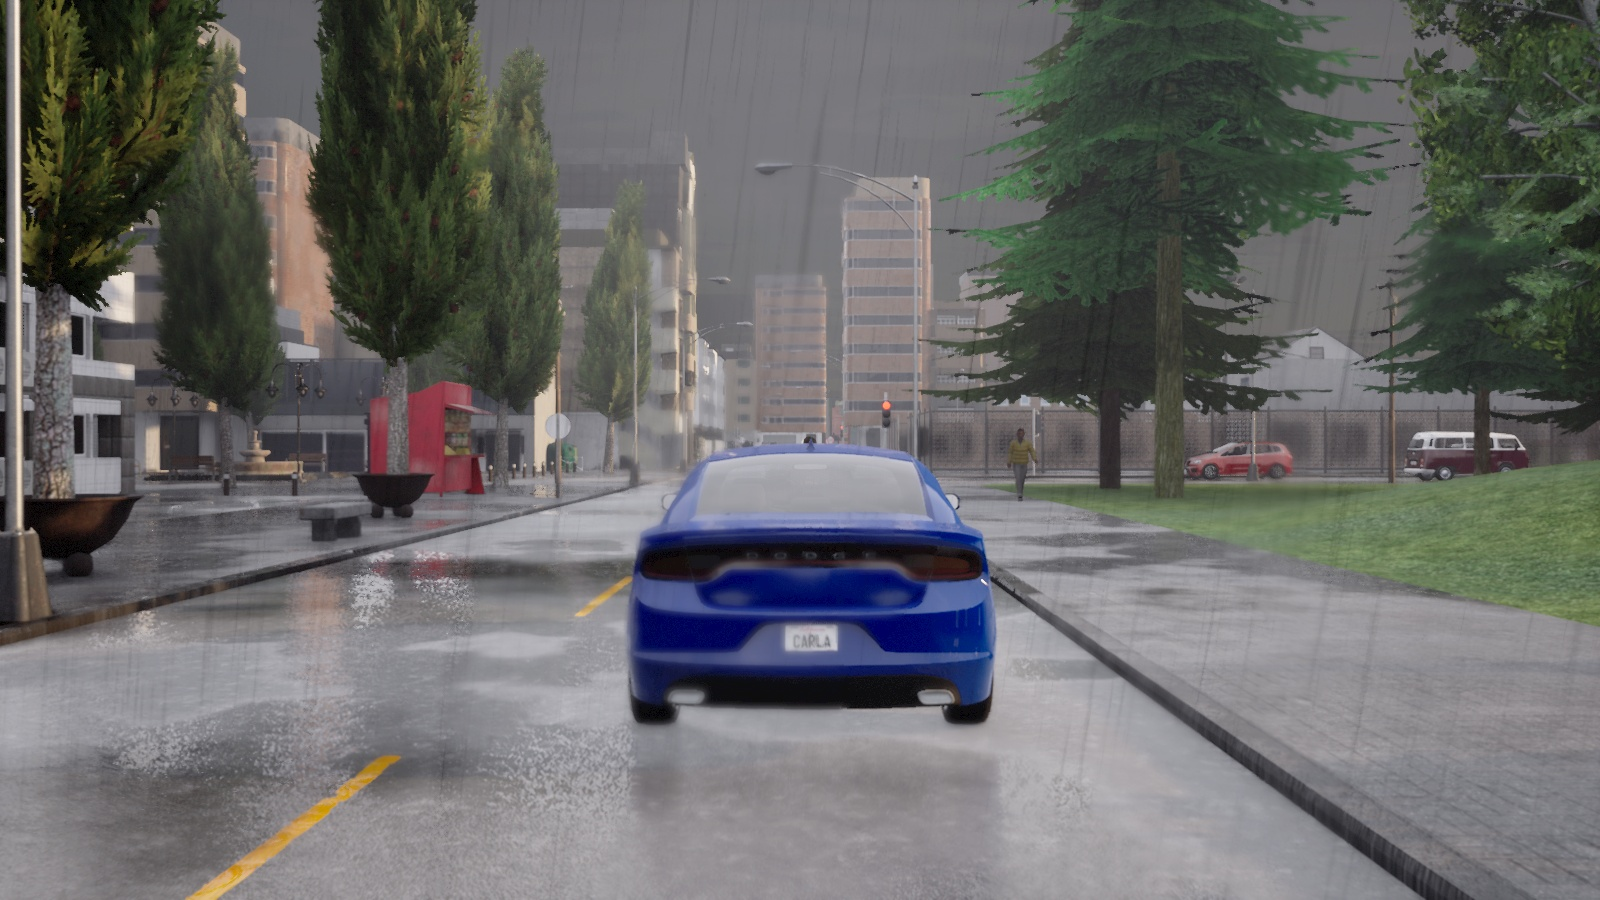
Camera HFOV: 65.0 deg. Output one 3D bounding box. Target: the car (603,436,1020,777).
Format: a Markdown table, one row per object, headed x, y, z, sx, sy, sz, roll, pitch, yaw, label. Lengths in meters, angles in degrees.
| x | y | z | sx | sy | sz | roll | pitch | yaw | label |
| --- | --- | --- | --- | --- | --- | --- | --- | --- | --- |
| 0.068 | 0.697 | 8.173 | 1.882 | 1.535 | 5.008 | 0 | 0 | 0 | car |

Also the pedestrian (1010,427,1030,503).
| x | y | z | sx | sy | sz | roll | pitch | yaw | label |
| --- | --- | --- | --- | --- | --- | --- | --- | --- | --- |
| 5.410 | 0.358 | 30.861 | 0.431 | 1.840 | 0.709 | 0 | 0 | 5 | pedestrian |

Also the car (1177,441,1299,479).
| x | y | z | sx | sy | sz | roll | pitch | yaw | label |
| --- | --- | --- | --- | --- | --- | --- | --- | --- | --- |
| 19.316 | 0.421 | 55.502 | 4.611 | 1.667 | 2.242 | 0 | 0 | 1 | car |

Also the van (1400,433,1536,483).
| x | y | z | sx | sy | sz | roll | pitch | yaw | label |
| --- | --- | --- | --- | --- | --- | --- | --- | --- | --- |
| 27.321 | 0.320 | 51.459 | 4.480 | 2.038 | 2.069 | 0 | 0 | 0 | van |
